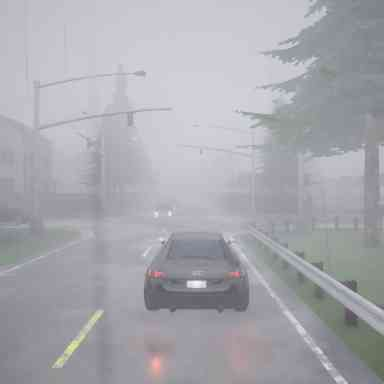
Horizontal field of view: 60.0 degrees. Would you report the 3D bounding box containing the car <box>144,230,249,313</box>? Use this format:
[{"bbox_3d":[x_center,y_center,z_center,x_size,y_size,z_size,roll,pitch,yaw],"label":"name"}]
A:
[{"bbox_3d":[0.101,1.564,7.755,1.994,1.385,4.181,0,0,1],"label":"car"}]

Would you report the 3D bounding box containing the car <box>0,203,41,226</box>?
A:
[{"bbox_3d":[-12.851,1.476,22.703,4.902,1.511,2.128,0,0,1],"label":"car"}]

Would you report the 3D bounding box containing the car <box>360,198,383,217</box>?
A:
[{"bbox_3d":[16.224,1.203,26.044,5.566,2.045,2.150,0,0,1],"label":"car"}]

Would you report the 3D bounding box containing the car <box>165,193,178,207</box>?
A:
[{"bbox_3d":[-3.336,1.218,52.574,2.150,2.045,5.566,0,0,1],"label":"car"}]

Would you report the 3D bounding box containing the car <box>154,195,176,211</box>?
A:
[{"bbox_3d":[-3.395,1.477,41.605,1.882,1.535,5.008,0,0,0],"label":"car"}]
